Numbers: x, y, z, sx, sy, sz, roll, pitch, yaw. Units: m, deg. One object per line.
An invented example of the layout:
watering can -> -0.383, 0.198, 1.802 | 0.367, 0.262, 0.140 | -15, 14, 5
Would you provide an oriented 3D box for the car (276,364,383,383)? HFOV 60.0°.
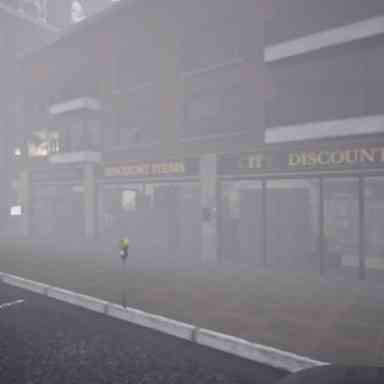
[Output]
car -> 2.265, 1.544, 1.261 | 4.403, 1.369, 2.008 | 0, 0, 36
